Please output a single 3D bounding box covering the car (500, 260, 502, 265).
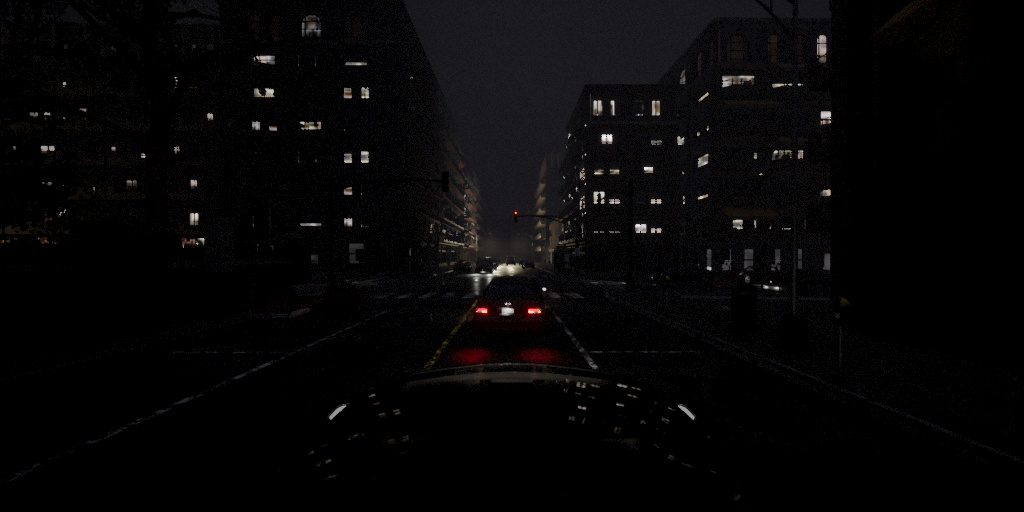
[{"bbox_3d":[-3.278,1.252,62.536,1.837,1.490,4.892,0,1,1],"label":"car"}]

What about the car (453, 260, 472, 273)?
[{"bbox_3d":[-5.833,1.188,42.886,1.967,1.591,4.097,0,0,0],"label":"car"}]

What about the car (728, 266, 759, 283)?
[{"bbox_3d":[21.277,1.570,31.419,4.097,1.591,1.967,0,0,-1],"label":"car"}]

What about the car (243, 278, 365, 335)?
[{"bbox_3d":[-5.717,1.331,10.475,1.802,1.307,4.207,0,0,0],"label":"car"}]

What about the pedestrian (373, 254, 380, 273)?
[{"bbox_3d":[-12.824,0.652,33.854,0.375,1.860,0.375,0,-1,-1],"label":"pedestrian"}]

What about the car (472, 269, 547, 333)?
[{"bbox_3d":[0.048,1.297,10.692,2.033,1.411,5.357,0,0,3],"label":"car"}]

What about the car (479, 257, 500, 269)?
[{"bbox_3d":[-3.273,1.100,52.108,2.097,1.767,4.553,0,0,0],"label":"car"}]

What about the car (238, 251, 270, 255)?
[{"bbox_3d":[-17.618,0.694,25.043,5.566,2.045,2.150,1,0,-1],"label":"car"}]

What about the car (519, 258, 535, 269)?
[{"bbox_3d":[2.507,1.299,54.188,2.007,1.370,4.403,0,0,0],"label":"car"}]

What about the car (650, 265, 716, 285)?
[{"bbox_3d":[13.675,1.501,28.736,4.902,1.511,2.128,1,0,-1],"label":"car"}]

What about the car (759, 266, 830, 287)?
[{"bbox_3d":[23.484,1.731,28.896,5.357,1.411,2.033,1,0,-1],"label":"car"}]

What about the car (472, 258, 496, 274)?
[{"bbox_3d":[-3.244,1.274,42.218,1.812,1.442,4.674,0,0,0],"label":"car"}]
